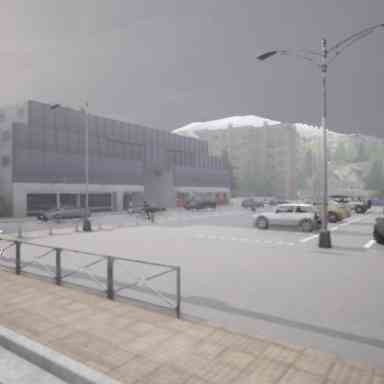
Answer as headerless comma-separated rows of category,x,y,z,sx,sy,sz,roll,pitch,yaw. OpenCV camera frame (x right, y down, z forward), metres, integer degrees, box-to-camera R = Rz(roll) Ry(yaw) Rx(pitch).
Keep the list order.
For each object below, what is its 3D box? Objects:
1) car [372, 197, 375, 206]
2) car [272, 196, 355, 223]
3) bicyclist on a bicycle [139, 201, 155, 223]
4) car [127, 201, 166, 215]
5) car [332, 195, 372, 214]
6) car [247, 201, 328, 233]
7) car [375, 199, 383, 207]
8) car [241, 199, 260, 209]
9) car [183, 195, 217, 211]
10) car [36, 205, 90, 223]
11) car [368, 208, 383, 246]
car,17.648,1.299,37.566,4.605,1.855,1.932,0,0,35
car,8.902,1.355,24.521,5.027,1.636,2.152,0,0,35
bicyclist on a bicycle,-3.385,1.501,24.970,1.656,1.620,0.582,0,0,35
car,-4.883,1.702,35.788,2.128,1.511,4.902,0,0,35
car,16.303,1.278,34.957,3.866,1.878,1.905,0,0,35
car,5.454,1.433,19.099,3.806,1.475,1.970,0,0,35
car,28.510,1.576,52.645,3.633,1.501,1.845,0,0,35
car,8.949,1.697,48.896,2.128,1.511,4.902,0,0,35
car,1.139,1.432,44.245,2.150,2.045,5.566,0,0,36
car,-10.633,1.774,27.686,1.994,1.385,4.181,0,0,35
car,9.085,1.489,12.033,4.514,1.523,2.007,0,0,35
